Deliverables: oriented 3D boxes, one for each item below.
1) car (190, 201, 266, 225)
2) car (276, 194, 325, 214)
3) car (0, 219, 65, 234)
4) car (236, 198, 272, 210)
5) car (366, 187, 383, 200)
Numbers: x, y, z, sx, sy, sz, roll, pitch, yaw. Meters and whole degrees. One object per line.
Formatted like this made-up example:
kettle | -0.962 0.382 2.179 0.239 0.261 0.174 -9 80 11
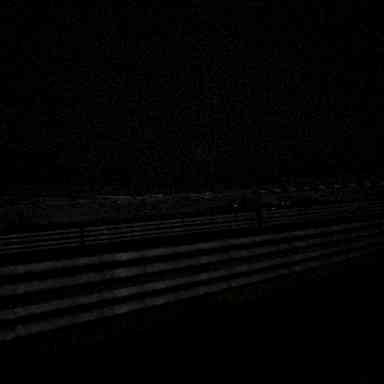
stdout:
car | 2.404 1.759 24.711 5.357 1.411 2.033 -4 2 -21
car | 10.332 0.960 31.483 4.553 1.767 2.097 -4 2 -21
car | -11.399 2.553 23.187 4.718 1.301 1.895 -4 2 -21
car | 5.776 1.313 33.491 4.674 1.442 1.812 -4 2 -21
car | 23.395 0.184 40.218 4.902 1.511 2.128 -4 2 -21
